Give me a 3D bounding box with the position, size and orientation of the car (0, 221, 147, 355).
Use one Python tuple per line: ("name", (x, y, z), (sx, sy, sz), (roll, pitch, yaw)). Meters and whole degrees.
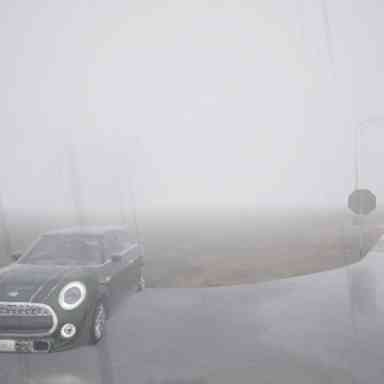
("car", (-2.360, 1.553, 6.775), (2.097, 1.767, 4.553), (0, -2, 5))
